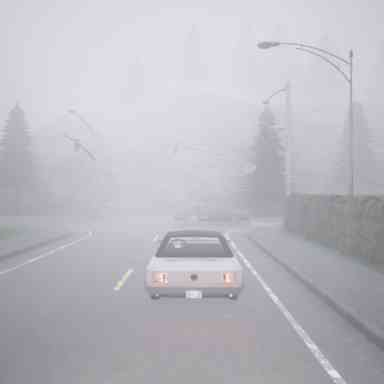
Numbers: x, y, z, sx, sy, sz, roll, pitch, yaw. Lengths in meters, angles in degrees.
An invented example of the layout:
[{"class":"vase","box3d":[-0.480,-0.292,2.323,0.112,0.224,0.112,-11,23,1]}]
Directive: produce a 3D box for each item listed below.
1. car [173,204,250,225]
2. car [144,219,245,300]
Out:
[{"class":"car","box3d":[1.374,1.547,23.628,5.357,1.411,2.033,0,0,1]},{"class":"car","box3d":[0.058,1.601,8.353,1.895,1.301,4.718,0,0,0]}]
